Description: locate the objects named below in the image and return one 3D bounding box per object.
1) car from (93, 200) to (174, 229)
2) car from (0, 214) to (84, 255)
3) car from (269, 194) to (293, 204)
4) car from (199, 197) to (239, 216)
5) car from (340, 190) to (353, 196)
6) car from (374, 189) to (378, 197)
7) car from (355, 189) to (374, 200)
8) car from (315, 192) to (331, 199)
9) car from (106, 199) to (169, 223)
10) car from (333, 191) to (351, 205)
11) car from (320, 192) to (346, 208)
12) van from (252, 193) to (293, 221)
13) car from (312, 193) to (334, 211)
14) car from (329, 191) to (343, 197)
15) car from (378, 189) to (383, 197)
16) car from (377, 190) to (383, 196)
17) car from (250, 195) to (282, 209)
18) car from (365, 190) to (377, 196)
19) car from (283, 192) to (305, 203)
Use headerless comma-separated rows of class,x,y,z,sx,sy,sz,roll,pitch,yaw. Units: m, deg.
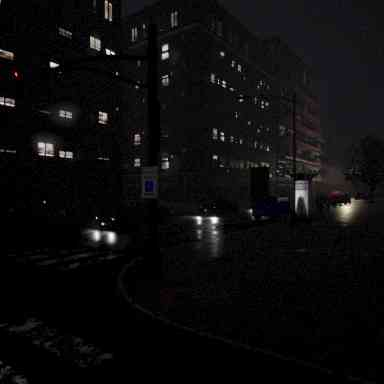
car,-3.335,1.323,20.343,2.033,1.411,5.357,0,1,36
car,-6.388,1.450,11.160,2.033,1.411,5.357,0,1,36
car,12.601,0.933,46.885,1.802,1.307,4.206,1,1,36
car,2.418,1.165,28.398,1.812,1.442,4.674,0,1,35
car,38.848,0.278,83.644,2.008,1.369,4.403,1,1,36
car,31.998,0.590,60.490,1.887,1.381,4.507,1,1,36
car,28.714,0.564,55.888,1.967,1.590,4.097,1,1,36
car,25.724,0.621,65.265,1.802,1.307,4.206,1,1,36
car,-3.804,1.283,23.909,1.887,1.381,4.507,1,1,36
car,18.861,0.923,42.091,1.947,1.339,4.313,1,1,36
car,15.576,0.979,37.490,1.887,1.381,4.507,1,1,36
van,5.724,1.009,23.687,1.690,1.788,3.998,1,1,36
car,12.292,1.078,32.891,1.947,1.339,4.313,1,1,36
car,32.286,0.428,74.454,1.887,1.381,4.507,1,1,36
car,41.851,0.356,74.289,1.887,1.381,4.507,1,1,36
car,45.135,0.315,78.889,1.802,1.307,4.206,1,1,36
car,8.217,1.066,36.519,1.994,1.385,4.181,0,1,35
car,44.241,0.216,82.067,1.994,1.385,4.181,0,1,36
car,15.783,0.801,51.341,1.752,1.417,4.829,1,1,36
